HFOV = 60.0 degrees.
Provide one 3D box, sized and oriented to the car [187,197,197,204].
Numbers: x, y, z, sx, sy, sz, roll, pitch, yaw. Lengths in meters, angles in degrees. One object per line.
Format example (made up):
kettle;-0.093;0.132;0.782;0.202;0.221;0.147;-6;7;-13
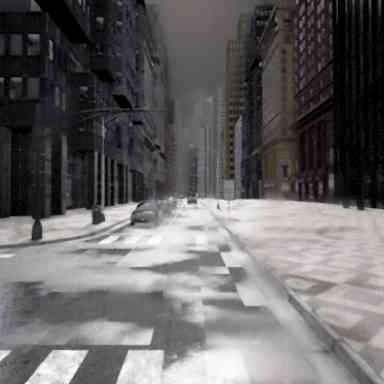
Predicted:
car;0.043;1.626;63.207;1.895;1.301;4.718;0;0;0

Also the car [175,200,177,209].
car;-2.979;1.461;43.459;2.128;1.511;4.902;0;0;0

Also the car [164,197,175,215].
car;-3.053;1.523;33.193;1.994;1.385;4.181;0;0;1

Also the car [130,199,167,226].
car;-3.082;1.464;23.236;1.837;1.490;4.892;0;0;0
